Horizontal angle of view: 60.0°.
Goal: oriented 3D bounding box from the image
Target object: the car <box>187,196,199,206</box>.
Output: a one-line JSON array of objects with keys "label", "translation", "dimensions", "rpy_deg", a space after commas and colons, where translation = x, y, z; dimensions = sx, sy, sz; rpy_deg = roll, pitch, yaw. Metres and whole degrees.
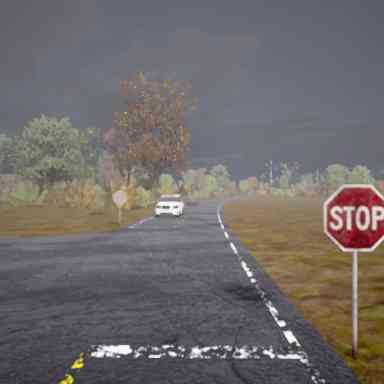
[{"label": "car", "translation": [0.141, 1.498, 55.606], "dimensions": [1.837, 1.490, 4.892], "rpy_deg": [0, 0, 7]}]

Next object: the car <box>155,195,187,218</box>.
[{"label": "car", "translation": [-2.005, 1.277, 30.941], "dimensions": [2.150, 2.045, 5.566], "rpy_deg": [0, 0, 4]}]
